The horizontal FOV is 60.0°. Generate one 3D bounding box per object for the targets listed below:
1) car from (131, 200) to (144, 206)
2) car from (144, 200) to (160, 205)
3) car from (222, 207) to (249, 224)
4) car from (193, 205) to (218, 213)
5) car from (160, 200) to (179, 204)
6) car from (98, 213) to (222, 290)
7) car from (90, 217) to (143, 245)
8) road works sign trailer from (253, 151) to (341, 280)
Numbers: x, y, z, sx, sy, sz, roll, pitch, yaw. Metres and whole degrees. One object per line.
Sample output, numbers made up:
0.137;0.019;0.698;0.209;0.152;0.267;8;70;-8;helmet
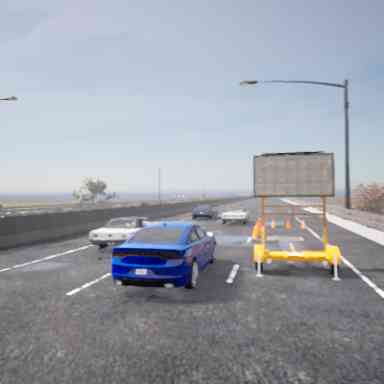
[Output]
-9.810;2.310;62.369;2.128;1.511;4.902;-1;-1;14;car
-6.523;2.276;61.113;1.837;1.490;4.892;-1;0;14;car
3.659;1.888;27.334;1.895;1.301;4.718;-1;-1;13;car
1.342;1.937;32.767;1.994;1.385;4.181;-1;-1;13;car
-3.387;2.213;59.219;2.128;1.511;4.902;-1;-1;14;car
-0.523;1.598;9.586;1.882;1.535;5.008;-1;-1;13;car
-2.732;1.812;15.461;1.895;1.301;4.718;-1;-1;13;car
3.146;0.558;10.389;2.380;3.560;2.880;-1;-1;13;road works sign trailer
